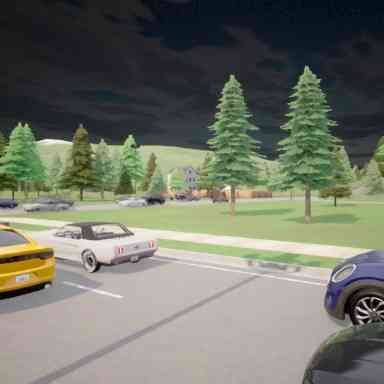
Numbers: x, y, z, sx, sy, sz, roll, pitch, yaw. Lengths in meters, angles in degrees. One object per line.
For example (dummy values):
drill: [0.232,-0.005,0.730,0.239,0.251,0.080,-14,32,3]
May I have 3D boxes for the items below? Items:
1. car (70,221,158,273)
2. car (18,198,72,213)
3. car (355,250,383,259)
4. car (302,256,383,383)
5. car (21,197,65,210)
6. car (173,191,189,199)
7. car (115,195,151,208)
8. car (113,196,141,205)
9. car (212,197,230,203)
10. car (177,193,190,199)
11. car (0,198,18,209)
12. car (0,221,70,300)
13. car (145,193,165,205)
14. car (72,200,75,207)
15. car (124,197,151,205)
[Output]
car: [-3.433,1.601,10.728,4.718,1.301,1.895,0,0,35]
car: [-16.208,1.601,36.931,1.895,1.301,4.718,0,0,36]
car: [4.499,1.352,5.067,4.553,1.767,2.097,0,0,36]
car: [3.102,1.505,1.762,4.892,1.490,1.837,0,0,35]
car: [-19.681,1.492,44.051,2.128,1.511,4.902,0,0,36]
car: [-2.643,0.840,73.159,2.150,2.045,5.566,0,0,36]
car: [-8.470,1.526,47.532,1.812,1.442,4.674,0,0,36]
car: [-11.777,1.490,60.782,2.128,1.511,4.902,0,0,36]
car: [5.856,1.602,66.992,1.994,1.385,4.181,0,0,36]
car: [-0.255,1.369,70.493,2.033,1.411,5.357,0,0,36]
car: [-24.892,1.526,42.848,1.812,1.442,4.674,0,0,36]
car: [-5.215,1.478,7.698,5.008,1.535,1.882,0,0,35]
car: [-6.838,1.221,55.701,2.150,2.045,5.566,0,0,36]
car: [-19.735,1.564,49.912,1.994,1.385,4.181,0,0,36]
car: [-9.489,1.601,57.999,1.895,1.301,4.718,0,0,36]
